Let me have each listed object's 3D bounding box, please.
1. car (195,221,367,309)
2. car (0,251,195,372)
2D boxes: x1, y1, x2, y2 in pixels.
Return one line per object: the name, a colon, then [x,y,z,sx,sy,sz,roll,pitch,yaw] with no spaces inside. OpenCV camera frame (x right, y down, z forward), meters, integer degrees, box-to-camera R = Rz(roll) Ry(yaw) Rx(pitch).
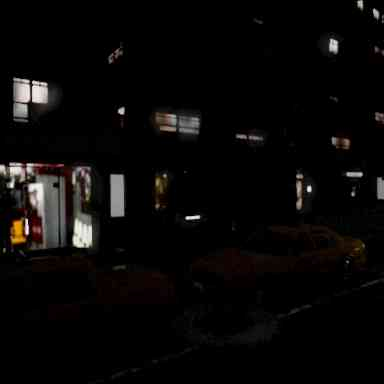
car: [2.072,1.367,7.517,4.829,1.417,1.752,-2,2,-35]
car: [-2.473,1.514,4.311,4.829,1.417,1.752,-2,2,-35]
